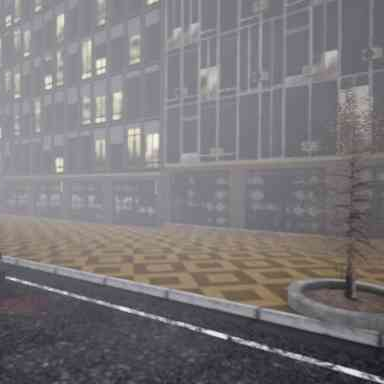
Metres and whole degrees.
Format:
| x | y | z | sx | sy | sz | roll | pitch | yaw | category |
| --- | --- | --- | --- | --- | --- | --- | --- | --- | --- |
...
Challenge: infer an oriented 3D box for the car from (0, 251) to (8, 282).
| x | y | z | sx | sy | sz | roll | pitch | yaw | category |
| --- | --- | --- | --- | --- | --- | --- | --- | --- | --- |
| -6.700 | 1.588 | 8.212 | 5.357 | 1.411 | 2.033 | 0 | 0 | 34 | car |
